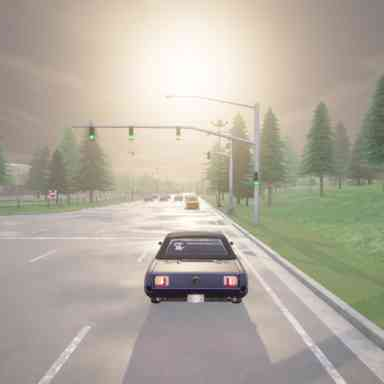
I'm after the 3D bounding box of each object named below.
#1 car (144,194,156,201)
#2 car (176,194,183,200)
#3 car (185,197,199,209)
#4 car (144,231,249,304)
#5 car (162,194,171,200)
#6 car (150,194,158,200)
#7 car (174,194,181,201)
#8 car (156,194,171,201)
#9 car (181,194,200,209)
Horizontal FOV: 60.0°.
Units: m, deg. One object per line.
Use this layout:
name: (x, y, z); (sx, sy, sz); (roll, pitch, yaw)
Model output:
car: (-10.362, 1.531, 80.422); (2.033, 1.411, 5.357); (0, 0, 0)
car: (-3.344, 1.356, 90.830); (1.812, 1.442, 4.674); (0, 0, 0)
car: (0.020, 1.576, 49.784); (2.033, 1.411, 5.357); (-1, 1, 1)
car: (0.093, 1.601, 8.116); (1.895, 1.301, 4.718); (0, 0, 0)
car: (-6.844, 1.372, 90.836); (2.033, 1.411, 5.357); (0, 0, 0)
car: (-10.344, 1.332, 90.842); (1.837, 1.490, 4.892); (0, 0, 0)
car: (-3.361, 1.545, 80.827); (1.994, 1.385, 4.181); (0, 0, 0)
car: (-6.862, 1.531, 80.416); (2.033, 1.411, 5.357); (0, 0, 0)
car: (-0.055, 1.086, 46.292); (1.882, 1.535, 5.008); (-3, 17, -3)
